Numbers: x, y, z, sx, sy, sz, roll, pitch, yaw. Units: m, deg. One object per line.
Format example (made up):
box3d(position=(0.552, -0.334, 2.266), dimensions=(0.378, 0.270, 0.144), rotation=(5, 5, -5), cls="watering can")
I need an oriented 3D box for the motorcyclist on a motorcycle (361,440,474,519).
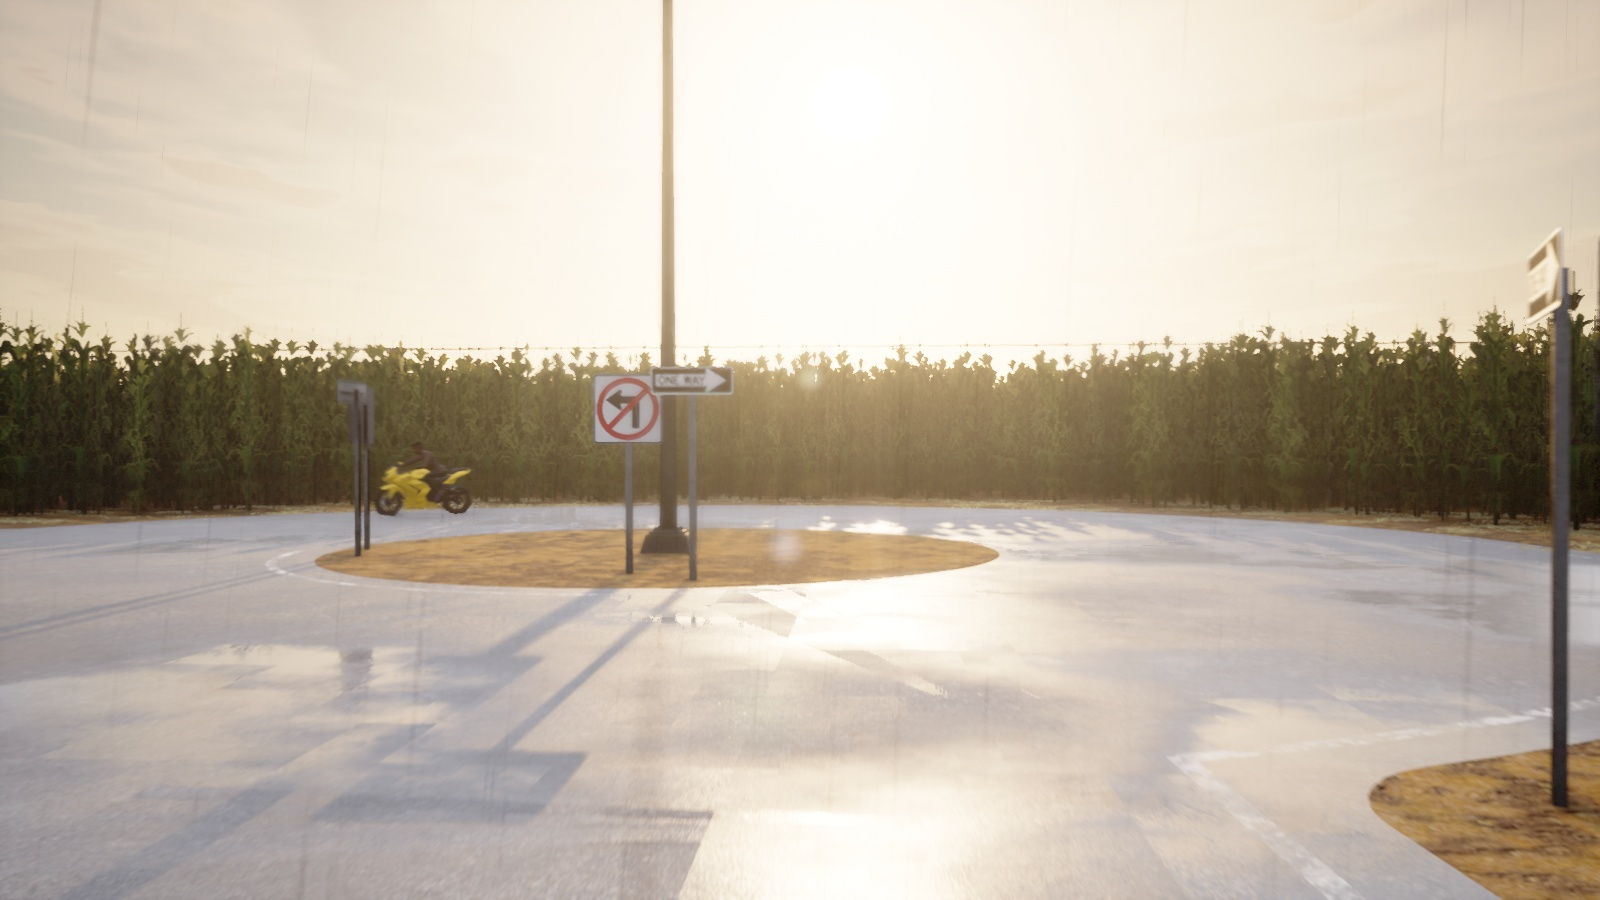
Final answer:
box3d(position=(-7.763, 0.578, 25.544), dimensions=(2.044, 1.523, 0.797), rotation=(0, 2, -34), cls="motorcyclist on a motorcycle")
